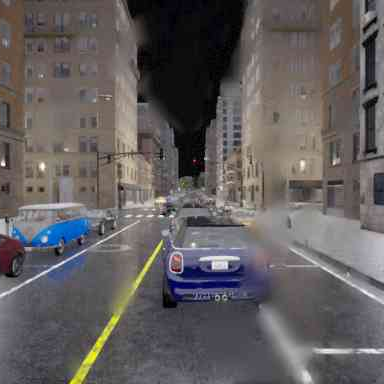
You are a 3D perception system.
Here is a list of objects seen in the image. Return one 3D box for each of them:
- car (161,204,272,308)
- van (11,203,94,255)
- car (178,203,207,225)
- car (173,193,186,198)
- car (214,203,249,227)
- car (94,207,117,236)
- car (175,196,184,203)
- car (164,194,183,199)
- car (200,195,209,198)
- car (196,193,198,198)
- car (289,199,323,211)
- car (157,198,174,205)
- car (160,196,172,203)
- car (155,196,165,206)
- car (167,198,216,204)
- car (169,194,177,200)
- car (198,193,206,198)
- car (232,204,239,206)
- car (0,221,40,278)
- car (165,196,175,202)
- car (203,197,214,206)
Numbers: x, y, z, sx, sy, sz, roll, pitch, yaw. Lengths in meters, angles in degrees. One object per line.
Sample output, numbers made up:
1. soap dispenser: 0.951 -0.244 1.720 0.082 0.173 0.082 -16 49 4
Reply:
1. car: 0.321 1.352 8.158 2.097 1.767 4.553 0 0 -5
2. van: -5.365 1.340 12.948 1.690 1.788 3.998 0 0 0
3. car: 0.071 1.563 25.086 1.994 1.385 4.181 0 0 0
4. car: -2.692 1.218 60.483 2.150 2.045 5.566 0 0 1
5. car: 2.689 1.550 23.744 2.008 1.369 4.403 0 0 0
6. car: -5.352 1.550 18.354 2.008 1.369 4.403 0 0 0
7. car: -2.599 1.519 70.589 1.812 1.442 4.674 0 0 0
8. car: -2.734 1.476 50.495 1.882 1.535 5.008 0 0 0
9. car: 2.745 1.549 50.620 2.008 1.369 4.403 0 0 0
10. car: 2.819 1.306 84.710 2.192 1.841 5.009 0 0 0
11. car: 13.734 1.515 38.359 4.718 1.301 1.895 0 0 0
12. car: -1.349 1.564 30.970 1.994 1.385 4.181 0 0 15
13. car: -5.243 1.561 67.679 1.947 1.339 4.313 0 0 0
14. car: -5.268 1.523 56.147 1.752 1.417 4.829 0 0 0
15. car: 0.110 1.351 15.425 2.097 1.767 4.553 0 0 0
16. car: -5.194 1.429 90.404 1.967 1.590 4.097 0 0 0
17. car: 2.794 1.434 73.346 1.967 1.590 4.097 0 0 0
18. car: 2.683 1.525 18.507 1.752 1.417 4.829 0 0 0
19. car: -5.378 1.581 7.541 1.802 1.307 4.206 0 0 0
20. car: -5.218 1.543 79.042 2.008 1.369 4.403 0 0 0
21. car: 2.758 1.580 56.301 1.802 1.307 4.206 0 0 0
